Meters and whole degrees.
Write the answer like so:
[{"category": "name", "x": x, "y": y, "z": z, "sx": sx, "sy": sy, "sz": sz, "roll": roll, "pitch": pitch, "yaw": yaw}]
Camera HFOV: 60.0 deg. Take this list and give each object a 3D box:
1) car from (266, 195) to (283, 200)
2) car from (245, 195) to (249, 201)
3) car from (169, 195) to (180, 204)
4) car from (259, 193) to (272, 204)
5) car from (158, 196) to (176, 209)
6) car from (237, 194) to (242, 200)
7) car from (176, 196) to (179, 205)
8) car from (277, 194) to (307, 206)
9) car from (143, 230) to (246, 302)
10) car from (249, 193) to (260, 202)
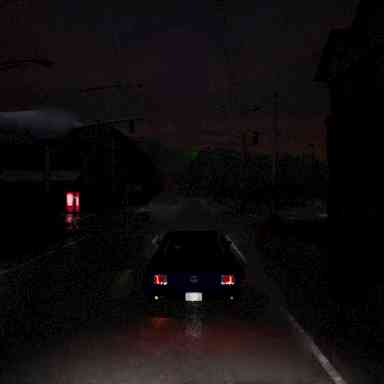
[{"category": "car", "x": 21.312, "y": 1.399, "z": 85.897, "sx": 3.806, "sy": 1.475, "sz": 1.970, "roll": 0, "pitch": 0, "yaw": 0}, {"category": "car", "x": 13.755, "y": 1.113, "z": 70.293, "sx": 4.605, "sy": 1.855, "sz": 1.932, "roll": 0, "pitch": 0, "yaw": 0}, {"category": "car", "x": -3.528, "y": 1.477, "z": 66.527, "sx": 1.882, "sy": 1.535, "sz": 5.008, "roll": 0, "pitch": 0, "yaw": 0}, {"category": "car", "x": 14.168, "y": 1.169, "z": 54.593, "sx": 5.027, "sy": 1.636, "sz": 2.152, "roll": 0, "pitch": 0, "yaw": 0}, {"category": "car", "x": -3.591, "y": 1.505, "z": 46.483, "sx": 1.837, "sy": 1.490, "sz": 4.892, "roll": 0, "pitch": 0, "yaw": 0}, {"category": "car", "x": 13.891, "y": 1.389, "z": 88.877, "sx": 3.633, "sy": 1.501, "sz": 1.845, "roll": 0, "pitch": 0, "yaw": 0}, {"category": "car", "x": -3.582, "y": 1.505, "z": 56.100, "sx": 1.837, "sy": 1.490, "sz": 4.892, "roll": 0, "pitch": 0, "yaw": 0}, {"category": "car", "x": 14.492, "y": 1.247, "z": 48.176, "sx": 3.806, "sy": 1.475, "sz": 1.970, "roll": 0, "pitch": 0, "yaw": 0}, {"category": "car", "x": 0.058, "y": 1.601, "z": 8.217, "sx": 1.895, "sy": 1.301, "sz": 4.718, "roll": 0, "pitch": 0, "yaw": 1}, {"category": "car", "x": 14.168, "y": 1.092, "z": 67.388, "sx": 3.866, "sy": 1.878, "sz": 1.905, "roll": 0, "pitch": 0, "yaw": 0}]
